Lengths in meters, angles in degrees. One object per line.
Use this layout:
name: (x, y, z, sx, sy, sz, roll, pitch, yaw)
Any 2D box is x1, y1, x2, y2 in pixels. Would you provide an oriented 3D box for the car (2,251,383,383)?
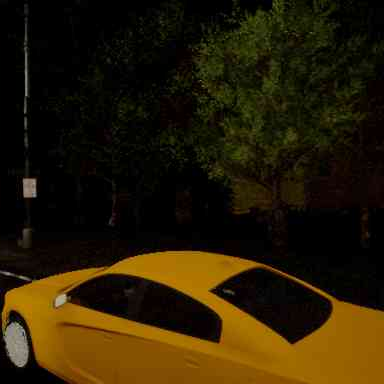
car: (-0.323, 1.472, 3.926, 5.008, 1.535, 1.882, 0, 1, 36)
